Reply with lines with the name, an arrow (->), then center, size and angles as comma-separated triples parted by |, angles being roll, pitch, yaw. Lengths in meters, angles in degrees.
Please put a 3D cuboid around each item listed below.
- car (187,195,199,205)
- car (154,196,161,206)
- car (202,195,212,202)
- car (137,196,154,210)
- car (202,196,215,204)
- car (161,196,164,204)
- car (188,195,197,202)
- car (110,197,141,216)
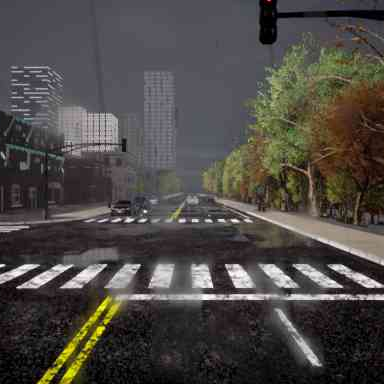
car -> 0.146, 1.504, 57.191 | 1.812, 1.442, 4.674 | 0, 0, 0
car -> -6.540, 1.506, 53.040 | 1.812, 1.442, 4.674 | 0, 0, 0
car -> 3.317, 1.509, 74.412 | 2.033, 1.411, 5.357 | 0, 0, 0
car -> -6.554, 1.337, 42.746 | 2.097, 1.767, 4.553 | 0, 0, 0
car -> 3.401, 1.523, 63.759 | 2.033, 1.411, 5.357 | 0, 0, 0
car -> -6.493, 1.467, 63.482 | 2.128, 1.511, 4.902 | 0, 0, 1
car -> 0.075, 1.447, 74.833 | 1.882, 1.535, 5.008 | 0, 0, 0
car -> -6.566, 1.515, 32.553 | 1.812, 1.442, 4.674 | 0, 0, 0
